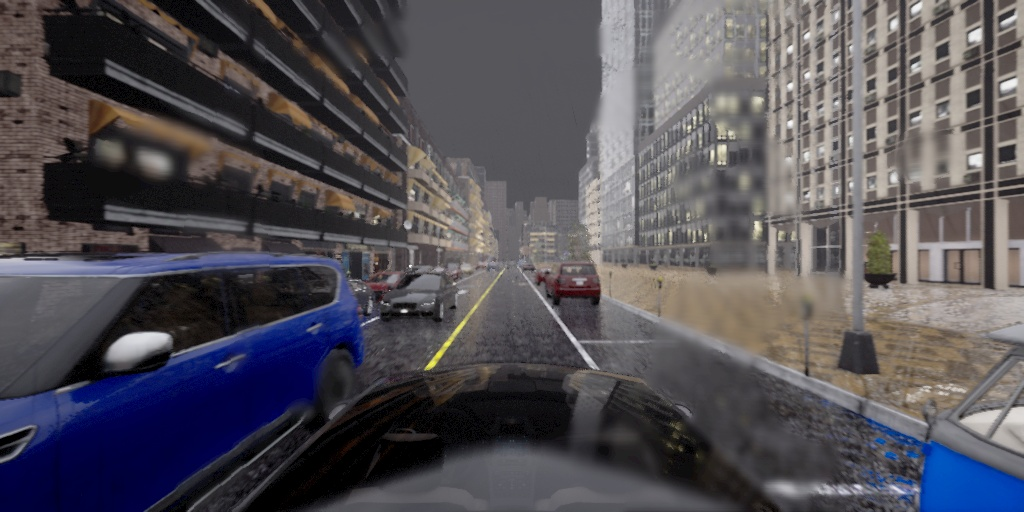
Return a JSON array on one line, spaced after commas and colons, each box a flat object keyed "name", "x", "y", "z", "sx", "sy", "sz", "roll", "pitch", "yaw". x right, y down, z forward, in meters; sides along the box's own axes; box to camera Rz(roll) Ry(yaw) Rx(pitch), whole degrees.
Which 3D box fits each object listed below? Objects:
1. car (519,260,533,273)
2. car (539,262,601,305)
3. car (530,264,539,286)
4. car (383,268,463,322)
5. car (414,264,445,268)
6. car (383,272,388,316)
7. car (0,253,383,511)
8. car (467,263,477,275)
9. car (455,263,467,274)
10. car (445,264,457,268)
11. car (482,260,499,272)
[{"name": "car", "x": 2.363, "y": 1.644, "z": 52.758, "sx": 1.837, "sy": 1.490, "sz": 4.892, "roll": 0, "pitch": 0, "yaw": 0}, {"name": "car", "x": 2.691, "y": 1.173, "z": 16.596, "sx": 2.192, "sy": 1.841, "sz": 5.009, "roll": 0, "pitch": 0, "yaw": 0}, {"name": "car", "x": 2.693, "y": 1.487, "z": 27.650, "sx": 1.888, "sy": 1.381, "sz": 4.507, "roll": 0, "pitch": 0, "yaw": 0}, {"name": "car", "x": -3.089, "y": 1.334, "z": 12.747, "sx": 1.837, "sy": 1.490, "sz": 4.892, "roll": 0, "pitch": 0, "yaw": 0}, {"name": "car", "x": -5.689, "y": 1.341, "z": 22.125, "sx": 1.967, "sy": 1.591, "sz": 4.097, "roll": 0, "pitch": 0, "yaw": 0}, {"name": "car", "x": -5.691, "y": 1.369, "z": 11.072, "sx": 2.007, "sy": 1.370, "sz": 4.403, "roll": 0, "pitch": 0, "yaw": 0}, {"name": "car", "x": -3.098, "y": 0.980, "z": 2.736, "sx": 2.150, "sy": 2.045, "sz": 5.566, "roll": 0, "pitch": 0, "yaw": 0}, {"name": "car", "x": -5.684, "y": 1.597, "z": 44.061, "sx": 1.751, "sy": 1.417, "sz": 4.829, "roll": 0, "pitch": 0, "yaw": 0}, {"name": "car", "x": -5.687, "y": 1.425, "z": 33.178, "sx": 1.967, "sy": 1.591, "sz": 4.097, "roll": 0, "pitch": 0, "yaw": 0}, {"name": "car", "x": -5.688, "y": 1.525, "z": 27.652, "sx": 1.802, "sy": 1.307, "sz": 4.207, "roll": 0, "pitch": 0, "yaw": 0}, {"name": "car", "x": -3.042, "y": 1.721, "z": 56.677, "sx": 2.033, "sy": 1.411, "sz": 5.357, "roll": 0, "pitch": 0, "yaw": 1}]
